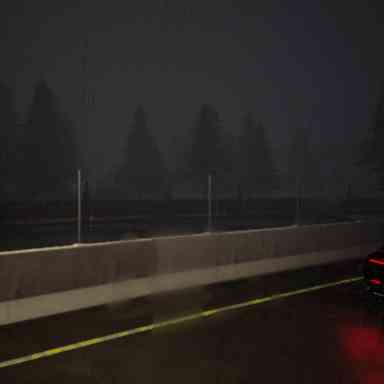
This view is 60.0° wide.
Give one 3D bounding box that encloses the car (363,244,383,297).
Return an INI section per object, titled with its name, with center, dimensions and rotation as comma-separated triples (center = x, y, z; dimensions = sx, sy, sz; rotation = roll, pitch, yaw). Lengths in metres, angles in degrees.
[car]
center = 5.697, 1.486, 7.049
dimensions = 4.892, 1.490, 1.837
rotation = 0, 0, -30
